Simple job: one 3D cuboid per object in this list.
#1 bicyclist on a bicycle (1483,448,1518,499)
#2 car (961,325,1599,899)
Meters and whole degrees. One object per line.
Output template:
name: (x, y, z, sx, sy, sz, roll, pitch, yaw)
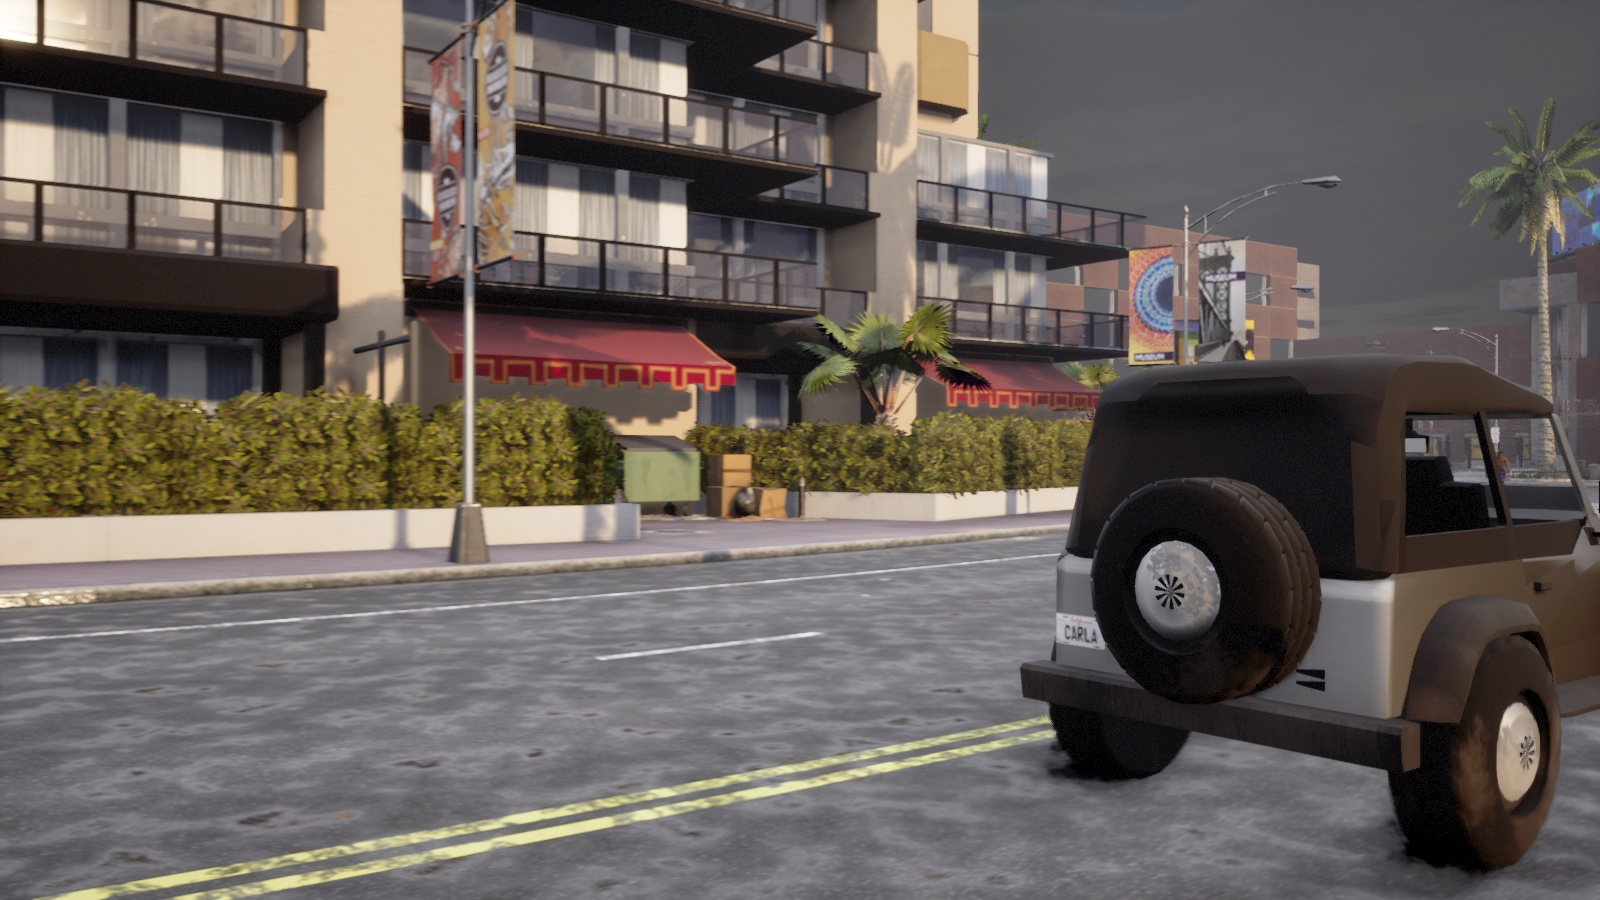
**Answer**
bicyclist on a bicycle: (22.725, 0.753, 40.765, 0.582, 1.620, 1.656, -1, 0, 15)
car: (2.805, 0.550, 5.871, 3.866, 1.878, 1.905, 0, 0, -38)
